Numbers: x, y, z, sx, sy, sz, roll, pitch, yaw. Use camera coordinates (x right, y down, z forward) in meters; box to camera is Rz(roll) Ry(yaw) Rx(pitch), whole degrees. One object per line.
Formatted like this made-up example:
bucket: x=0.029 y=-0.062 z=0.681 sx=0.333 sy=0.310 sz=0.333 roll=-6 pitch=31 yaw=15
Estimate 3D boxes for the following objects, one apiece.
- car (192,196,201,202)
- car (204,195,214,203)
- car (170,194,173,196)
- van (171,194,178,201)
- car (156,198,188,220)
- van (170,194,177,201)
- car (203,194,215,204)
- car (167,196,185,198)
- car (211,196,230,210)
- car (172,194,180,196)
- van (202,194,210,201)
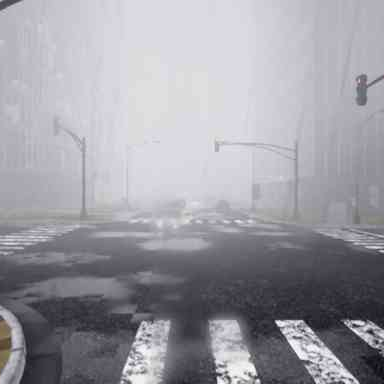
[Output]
car: x=0.942 y=1.499 z=73.102 sx=1.812 sy=1.442 sz=4.674 roll=0 pitch=0 yaw=0
car: x=3.531 y=1.420 z=69.459 sx=1.967 sy=1.590 sz=4.097 roll=0 pitch=0 yaw=0
car: x=-4.308 y=1.552 z=63.871 sx=1.947 sy=1.339 sz=4.313 roll=0 pitch=0 yaw=0
van: x=-4.475 y=1.299 z=85.981 sx=1.690 sy=1.788 sz=3.998 roll=0 pitch=0 yaw=0
car: x=-1.798 y=1.561 z=28.872 sx=2.033 sy=1.411 sz=5.357 roll=0 pitch=0 yaw=4
van: x=-4.433 y=1.306 z=80.454 sx=1.690 sy=1.788 sz=3.998 roll=0 pitch=0 yaw=0
car: x=3.572 y=1.301 z=63.930 sx=2.192 sy=1.841 sz=5.009 roll=0 pitch=0 yaw=0
car: x=-1.672 y=1.553 z=41.751 sx=2.033 sy=1.411 sz=5.357 roll=0 pitch=0 yaw=-1
car: x=3.788 y=1.571 z=41.822 sx=1.947 sy=1.339 sz=4.313 roll=0 pitch=0 yaw=0
car: x=-1.751 y=1.488 z=52.935 sx=2.128 sy=1.511 sz=4.902 roll=0 pitch=0 yaw=0
van: x=3.447 y=1.306 z=80.513 sx=1.690 sy=1.788 sz=3.998 roll=0 pitch=0 yaw=0
